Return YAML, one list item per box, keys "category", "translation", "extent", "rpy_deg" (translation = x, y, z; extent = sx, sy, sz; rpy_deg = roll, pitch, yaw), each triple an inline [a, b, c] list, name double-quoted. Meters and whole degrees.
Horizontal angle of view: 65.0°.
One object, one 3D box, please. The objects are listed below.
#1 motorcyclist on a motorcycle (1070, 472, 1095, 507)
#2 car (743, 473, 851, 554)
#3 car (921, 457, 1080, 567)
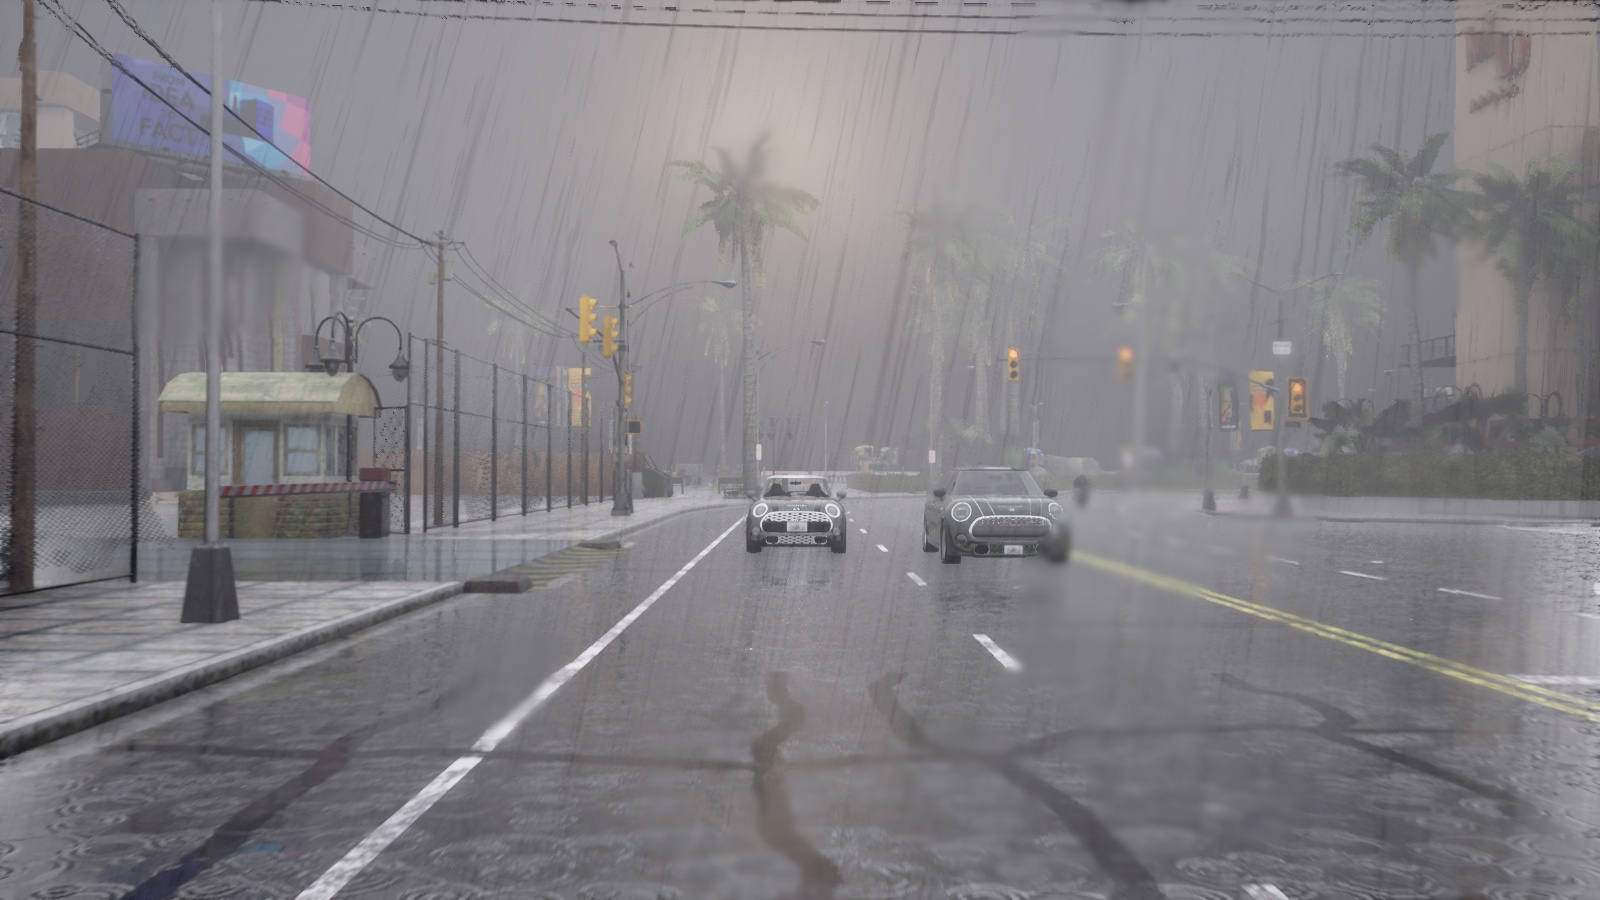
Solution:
- category: "motorcyclist on a motorcycle"
  translation: [12.421, 1.725, 55.188]
  extent: [0.866, 1.530, 2.191]
  rpy_deg: [0, -1, 18]
- category: "car"
  translation: [-0.062, 1.199, 24.974]
  extent: [1.970, 1.475, 3.806]
  rpy_deg: [0, -1, 0]
- category: "car"
  translation: [3.443, 1.036, 22.462]
  extent: [2.097, 1.767, 4.553]
  rpy_deg: [0, -1, 0]
